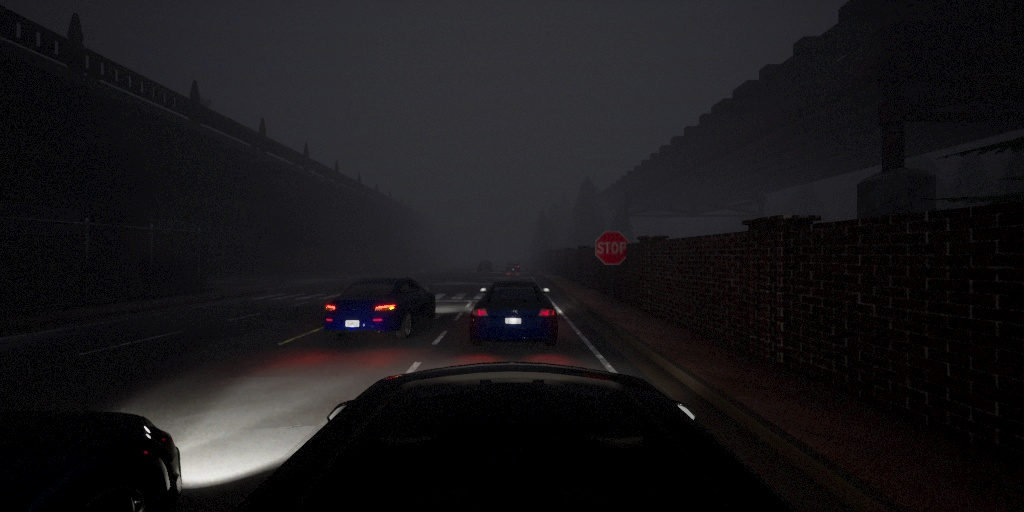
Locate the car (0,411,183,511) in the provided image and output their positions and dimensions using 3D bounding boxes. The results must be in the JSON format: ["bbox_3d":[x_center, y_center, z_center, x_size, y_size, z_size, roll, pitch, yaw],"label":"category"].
[{"bbox_3d":[-3.399,1.314,0.856,1.994,1.385,4.181,0,0,0],"label":"car"}]

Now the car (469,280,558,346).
[{"bbox_3d":[0.070,1.314,9.429,1.994,1.385,4.181,0,0,1],"label":"car"}]

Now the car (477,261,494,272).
[{"bbox_3d":[-3.388,1.297,46.020,2.033,1.411,5.357,0,0,-1],"label":"car"}]

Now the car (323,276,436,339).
[{"bbox_3d":[-3.412,1.276,9.952,1.812,1.442,4.674,0,0,0],"label":"car"}]

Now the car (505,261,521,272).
[{"bbox_3d":[0.106,1.351,46.229,1.895,1.301,4.718,0,0,-1],"label":"car"}]
